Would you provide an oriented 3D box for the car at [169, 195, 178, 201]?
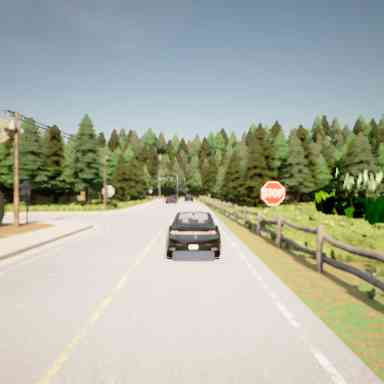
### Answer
[{"bbox_3d":[-4.234,1.439,76.552,1.895,1.301,4.718,0,0,-2],"label":"car"}]

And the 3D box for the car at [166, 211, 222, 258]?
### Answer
[{"bbox_3d":[0.063,1.482,12.677,2.128,1.511,4.902,0,0,0],"label":"car"}]

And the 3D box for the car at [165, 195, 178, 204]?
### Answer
[{"bbox_3d":[-3.808,1.524,60.505,1.994,1.385,4.181,0,0,-1],"label":"car"}]

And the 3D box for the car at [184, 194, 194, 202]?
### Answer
[{"bbox_3d":[-0.656,1.473,73.787,1.812,1.442,4.674,0,0,-2],"label":"car"}]

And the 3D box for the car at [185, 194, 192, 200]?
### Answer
[{"bbox_3d":[-0.943,1.310,84.085,1.837,1.490,4.892,0,0,-2],"label":"car"}]
